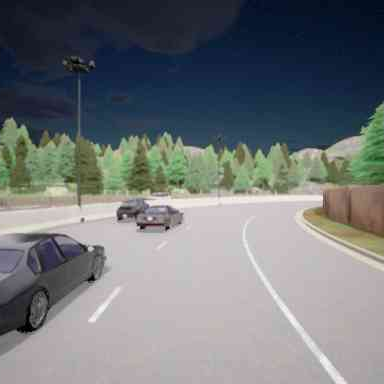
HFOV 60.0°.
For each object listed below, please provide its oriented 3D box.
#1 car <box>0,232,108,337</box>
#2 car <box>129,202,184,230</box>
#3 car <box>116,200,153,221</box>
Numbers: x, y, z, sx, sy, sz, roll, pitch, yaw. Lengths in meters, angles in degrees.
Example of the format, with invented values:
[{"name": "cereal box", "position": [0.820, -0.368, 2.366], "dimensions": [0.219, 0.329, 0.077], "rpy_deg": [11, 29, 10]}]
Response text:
[{"name": "car", "position": [-3.321, 1.535, 6.744], "dimensions": [2.033, 1.411, 5.357], "rpy_deg": [0, 0, 2]}, {"name": "car", "position": [-1.865, 1.510, 20.842], "dimensions": [2.033, 1.411, 5.357], "rpy_deg": [0, 0, 11]}, {"name": "car", "position": [-4.274, 1.457, 26.248], "dimensions": [1.837, 1.490, 4.892], "rpy_deg": [0, 0, 13]}]
